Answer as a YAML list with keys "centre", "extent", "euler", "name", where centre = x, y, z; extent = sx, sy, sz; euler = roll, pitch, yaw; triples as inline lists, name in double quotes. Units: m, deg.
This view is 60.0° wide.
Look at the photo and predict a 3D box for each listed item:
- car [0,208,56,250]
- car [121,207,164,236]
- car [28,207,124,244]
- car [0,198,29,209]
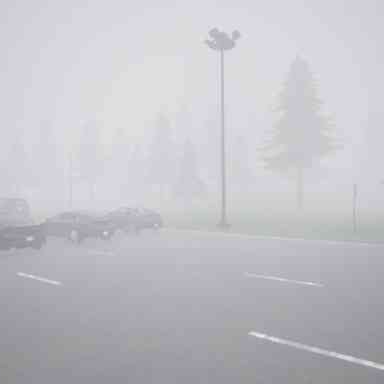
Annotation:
- centre: [-8.104, 1.620, 13.944]
  extent: [5.008, 1.535, 1.882]
  euler: [0, 0, 36]
  name: "car"
- centre: [-3.900, 1.633, 19.543]
  extent: [4.902, 1.511, 2.128]
  euler: [-1, 0, 36]
  name: "car"
- centre: [-5.939, 1.648, 16.697]
  extent: [4.892, 1.490, 1.837]
  euler: [0, 0, 36]
  name: "car"
- centre: [-15.892, 1.502, 28.085]
  extent: [5.566, 2.045, 2.150]
  euler: [0, 0, 35]
  name: "car"
